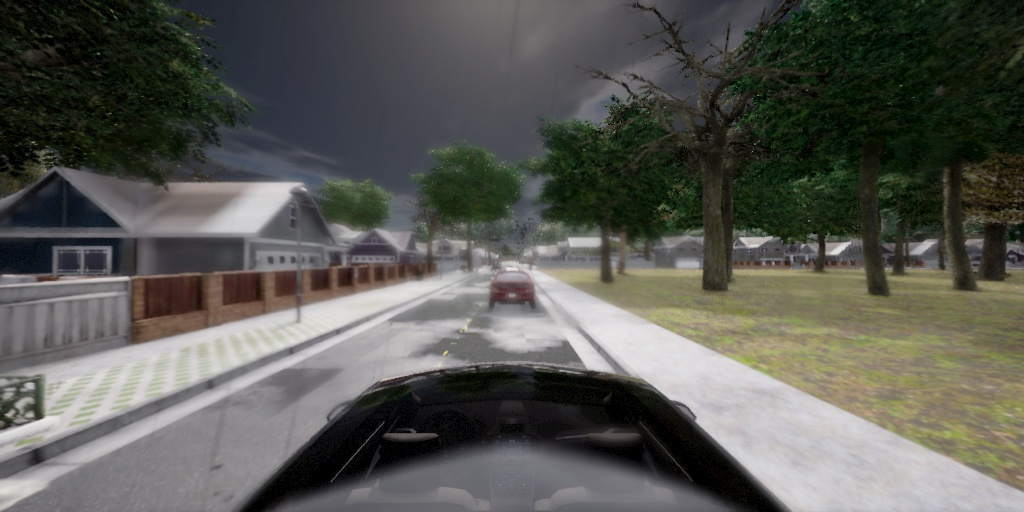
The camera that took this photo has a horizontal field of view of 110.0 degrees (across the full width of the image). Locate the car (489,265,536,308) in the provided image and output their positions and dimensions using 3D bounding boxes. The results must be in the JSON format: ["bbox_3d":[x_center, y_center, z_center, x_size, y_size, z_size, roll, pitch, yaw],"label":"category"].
[{"bbox_3d":[0.026,1.372,16.118,1.882,1.535,5.008,0,0,0],"label":"car"}]
